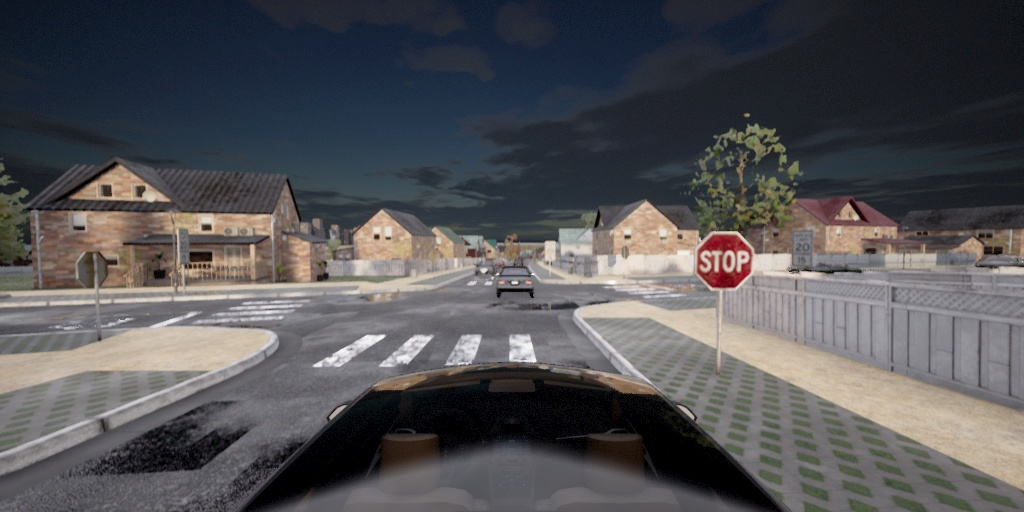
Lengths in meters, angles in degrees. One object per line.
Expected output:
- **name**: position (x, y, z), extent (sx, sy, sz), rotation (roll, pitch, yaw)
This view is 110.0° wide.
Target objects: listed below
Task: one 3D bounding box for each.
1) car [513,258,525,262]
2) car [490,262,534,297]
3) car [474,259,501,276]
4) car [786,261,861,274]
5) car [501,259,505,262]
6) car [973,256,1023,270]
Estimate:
- **car**: position (1.151, 1.220, 63.312), extent (1.837, 1.490, 4.892), rotation (0, 0, 2)
- **car**: position (0.172, 1.241, 18.554), extent (2.033, 1.411, 5.357), rotation (0, 0, 1)
- **car**: position (-2.521, 1.157, 34.978), extent (2.128, 1.511, 4.902), rotation (0, 0, 1)
- **car**: position (21.552, 1.022, 24.859), extent (4.718, 1.301, 1.895), rotation (-1, 2, -17)
- **car**: position (-2.051, 1.158, 52.616), extent (1.882, 1.535, 5.008), rotation (0, 0, 2)
- **car**: position (42.986, 0.746, 31.427), extent (4.892, 1.490, 1.837), rotation (0, 2, -17)
